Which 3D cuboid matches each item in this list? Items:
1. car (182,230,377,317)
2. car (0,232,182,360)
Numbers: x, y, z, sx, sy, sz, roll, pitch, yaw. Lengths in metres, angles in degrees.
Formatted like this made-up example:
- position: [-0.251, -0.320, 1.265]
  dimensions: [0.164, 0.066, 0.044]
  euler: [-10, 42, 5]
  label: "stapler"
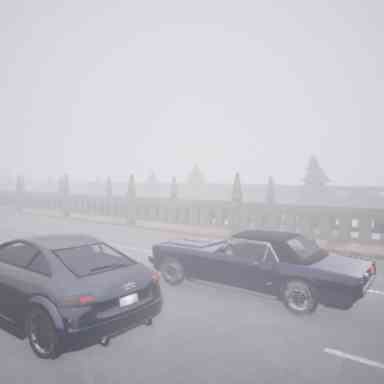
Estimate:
- position: [1.305, 1.512, 7.364]
  dimensions: [4.718, 1.301, 1.895]
  euler: [2, 1, 36]
  label: "car"
- position: [-2.504, 1.413, 5.787]
  dimensions: [4.181, 1.385, 1.994]
  euler: [2, 1, 36]
  label: "car"
